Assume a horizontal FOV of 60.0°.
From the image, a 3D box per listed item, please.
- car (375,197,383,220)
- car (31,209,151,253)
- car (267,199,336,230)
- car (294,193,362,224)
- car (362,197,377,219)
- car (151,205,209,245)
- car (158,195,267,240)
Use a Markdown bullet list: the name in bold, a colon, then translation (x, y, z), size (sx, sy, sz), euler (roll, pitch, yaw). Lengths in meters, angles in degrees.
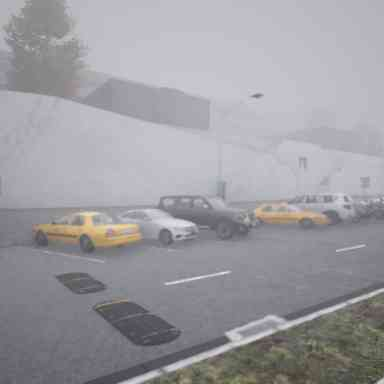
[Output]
- **car**: translation (12.800, 1.303, 25.709), size (4.674, 1.452, 2.002), euler (-1, 0, 34)
- **car**: translation (-4.473, 1.473, 13.593), size (5.366, 1.575, 1.946), euler (-1, 0, 35)
- **car**: translation (5.614, 1.375, 20.368), size (5.366, 1.575, 1.946), euler (-1, -1, 34)
- **car**: translation (7.878, 1.095, 22.230), size (5.566, 2.045, 2.435), euler (-1, 0, 34)
- **car**: translation (10.324, 1.334, 23.971), size (4.792, 1.488, 2.163), euler (-1, 0, 34)
- **car**: translation (-1.874, 1.496, 15.242), size (4.674, 1.452, 2.002), euler (-1, -1, 34)
- **car**: translation (0.598, 1.187, 16.972), size (5.566, 2.045, 2.435), euler (-1, -1, 35)
